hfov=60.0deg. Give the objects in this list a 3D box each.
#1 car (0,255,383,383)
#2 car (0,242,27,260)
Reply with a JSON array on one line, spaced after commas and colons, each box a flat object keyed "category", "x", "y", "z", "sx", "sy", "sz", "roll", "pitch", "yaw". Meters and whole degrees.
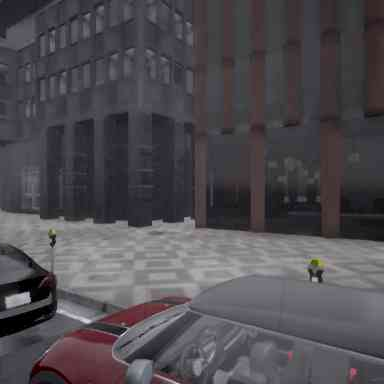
[{"category": "car", "x": 0.473, "y": 1.439, "z": 2.625, "sx": 4.097, "sy": 1.590, "sz": 1.967, "roll": 0, "pitch": 0, "yaw": 36}, {"category": "car", "x": -4.149, "y": 1.565, "z": 5.922, "sx": 4.313, "sy": 1.339, "sz": 1.947, "roll": 0, "pitch": 0, "yaw": 36}]
